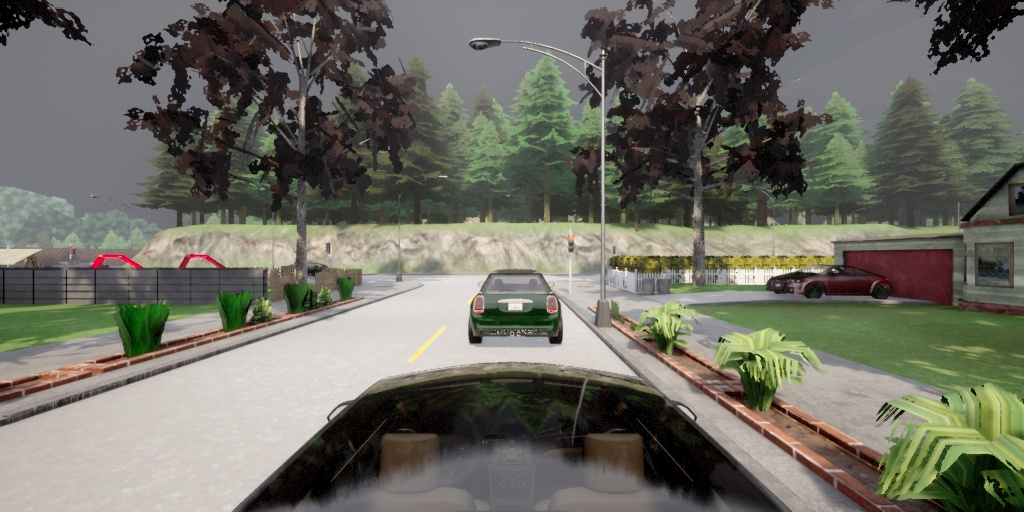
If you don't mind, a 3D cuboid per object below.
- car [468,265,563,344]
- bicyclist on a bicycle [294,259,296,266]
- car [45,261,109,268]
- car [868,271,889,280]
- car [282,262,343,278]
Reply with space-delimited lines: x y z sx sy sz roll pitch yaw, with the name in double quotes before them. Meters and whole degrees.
"car" 0.108 1.102 9.759 2.097 1.767 4.553 0 0 1
"bicyclist on a bicycle" -23.711 1.099 39.546 0.582 1.620 1.656 0 0 1
"car" -37.740 1.241 31.305 4.902 1.511 2.128 0 0 1
"car" 38.202 1.227 34.738 5.008 1.535 1.882 0 0 1
"car" -17.207 1.228 31.085 5.008 1.535 1.882 0 0 1
